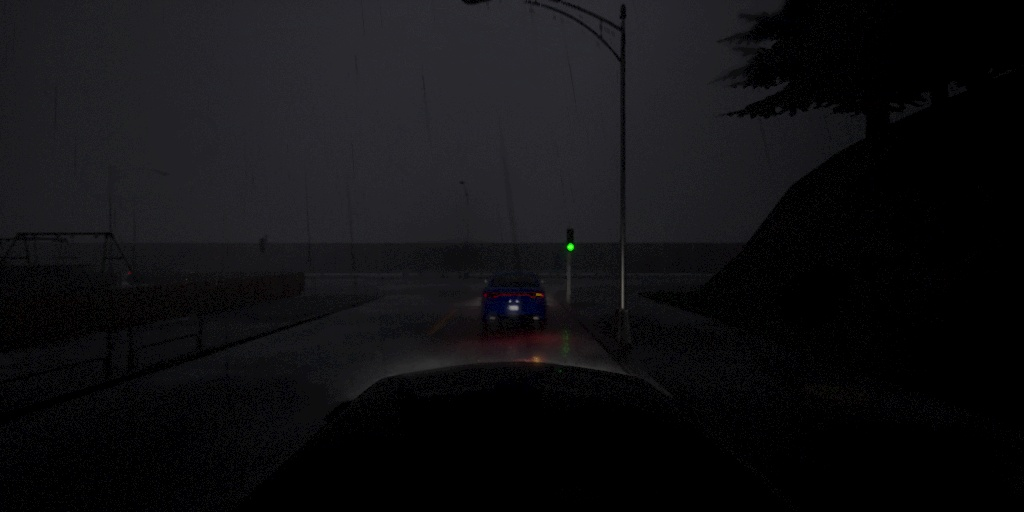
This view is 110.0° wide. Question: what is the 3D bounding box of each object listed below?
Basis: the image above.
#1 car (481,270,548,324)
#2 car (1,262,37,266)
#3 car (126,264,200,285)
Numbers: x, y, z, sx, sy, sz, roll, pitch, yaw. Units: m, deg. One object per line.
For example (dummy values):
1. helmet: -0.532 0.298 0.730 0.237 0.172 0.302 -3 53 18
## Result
1. car: 0.073 1.211 11.902 1.882 1.535 5.008 0 0 0
2. car: -34.008 1.191 24.767 5.008 1.535 1.882 0 0 0
3. car: -23.781 1.277 24.769 4.181 1.385 1.994 0 0 0
